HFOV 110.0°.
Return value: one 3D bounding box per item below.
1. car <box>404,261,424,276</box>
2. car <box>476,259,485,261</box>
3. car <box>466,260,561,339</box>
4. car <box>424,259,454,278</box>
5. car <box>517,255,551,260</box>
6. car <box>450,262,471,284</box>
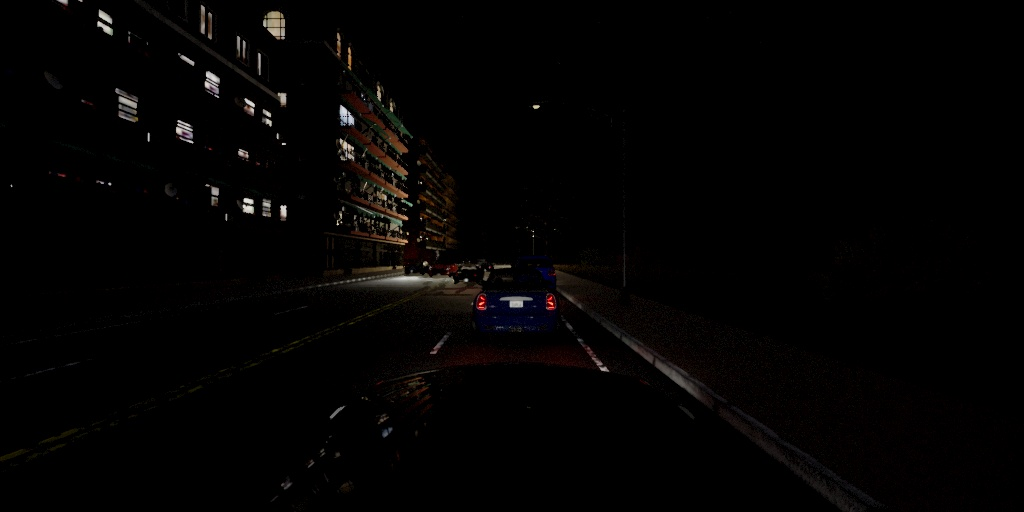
[{"bbox_3d":[-9.851,1.243,37.663,2.128,1.511,4.902,0,0,0],"label":"car"},{"bbox_3d":[-3.146,1.352,43.675,1.895,1.301,4.718,0,0,0],"label":"car"},{"bbox_3d":[0.097,1.103,10.193,2.097,1.767,4.553,0,0,0],"label":"car"},{"bbox_3d":[-6.601,1.104,34.461,2.097,1.767,4.553,0,0,0],"label":"car"},{"bbox_3d":[1.136,0.977,19.768,2.150,2.045,5.566,0,0,0],"label":"car"},{"bbox_3d":[-3.150,1.353,27.025,1.895,1.301,4.718,0,0,0],"label":"car"}]
